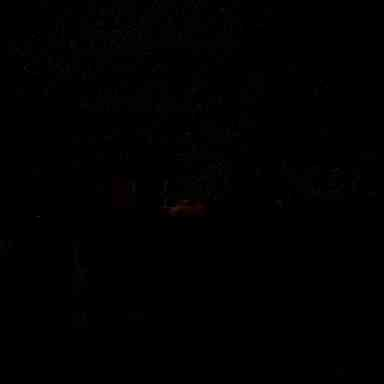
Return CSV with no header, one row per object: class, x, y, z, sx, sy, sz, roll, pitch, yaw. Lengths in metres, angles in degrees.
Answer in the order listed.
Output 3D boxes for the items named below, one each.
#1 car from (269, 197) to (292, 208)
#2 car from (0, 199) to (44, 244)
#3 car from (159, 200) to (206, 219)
car,12.548,1.432,46.741,1.837,1.490,4.892,0,0,37
car,-8.220,1.209,12.791,2.150,2.045,5.566,-2,0,12
car,-0.756,1.426,28.561,1.882,1.535,5.008,0,0,36
